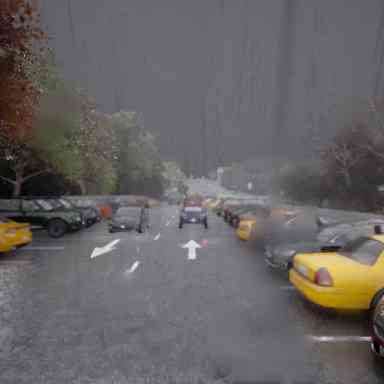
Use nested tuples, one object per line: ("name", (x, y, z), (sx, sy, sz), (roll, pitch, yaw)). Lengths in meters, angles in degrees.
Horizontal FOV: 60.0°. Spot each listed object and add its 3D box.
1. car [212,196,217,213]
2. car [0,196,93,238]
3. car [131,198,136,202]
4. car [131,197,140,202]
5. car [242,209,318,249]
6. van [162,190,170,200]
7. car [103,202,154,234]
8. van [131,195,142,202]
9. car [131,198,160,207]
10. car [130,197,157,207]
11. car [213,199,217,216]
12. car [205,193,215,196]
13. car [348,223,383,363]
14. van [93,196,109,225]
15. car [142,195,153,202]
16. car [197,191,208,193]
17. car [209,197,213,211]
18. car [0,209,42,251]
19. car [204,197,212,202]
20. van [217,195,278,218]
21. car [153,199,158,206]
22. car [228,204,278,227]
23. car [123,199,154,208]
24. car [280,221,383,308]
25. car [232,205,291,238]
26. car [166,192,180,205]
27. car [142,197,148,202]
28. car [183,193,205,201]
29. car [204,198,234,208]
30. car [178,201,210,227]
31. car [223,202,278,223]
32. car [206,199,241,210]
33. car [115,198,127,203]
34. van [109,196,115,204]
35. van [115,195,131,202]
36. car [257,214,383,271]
("car", (4.488, 1.455, 31.464), (4.553, 1.767, 2.185), (0, 0, 0))
("car", (-8.524, 1.284, 17.669), (5.566, 2.045, 2.435), (0, 0, 0))
("car", (-8.592, 1.625, 34.285), (4.792, 1.488, 2.163), (0, 0, 0))
("car", (-8.593, 1.645, 36.924), (4.792, 1.488, 2.163), (0, -1, 0))
("car", (4.526, 1.519, 12.033), (4.892, 1.521, 2.231), (0, 0, 0))
("van", (-8.736, 1.211, 88.952), (4.442, 1.987, 1.878), (1, 0, 0))
("car", (-3.612, 1.567, 19.773), (1.837, 1.490, 4.892), (0, 0, 0))
("van", (-8.683, 1.416, 39.698), (4.442, 1.987, 1.878), (0, -1, 0))
("car", (-8.576, 1.901, 61.854), (5.008, 1.535, 2.097), (0, -1, 0))
("car", (-8.610, 1.743, 59.084), (4.553, 1.767, 2.185), (0, -1, 0))
("car", (4.492, 1.599, 28.690), (4.792, 1.488, 2.163), (0, 0, 0))
("car", (4.476, 1.553, 53.667), (5.566, 2.045, 2.435), (0, -1, 0))
("car", (4.569, 1.366, 3.705), (4.553, 1.767, 2.185), (0, 0, 0))
("van", (-8.438, 1.326, 23.208), (4.442, 1.987, 1.878), (0, 0, 0))
("car", (-8.599, 1.455, 45.362), (5.566, 2.045, 2.435), (0, -1, 0))
("car", (4.187, 1.334, 94.602), (4.553, 1.767, 2.185), (0, 0, 0))
("car", (4.523, 1.596, 34.243), (4.892, 1.521, 2.231), (0, -1, 0))
("car", (-8.542, 1.518, 12.126), (5.008, 1.535, 2.097), (0, 0, 0))
("car", (4.330, 1.613, 37.010), (5.366, 1.575, 1.946), (0, -1, 0))
("van", (4.406, 1.335, 25.914), (4.442, 1.987, 1.878), (0, 0, 0))
("car", (-8.388, 1.769, 50.898), (5.366, 1.575, 1.946), (0, -1, 0))
("car", (4.557, 1.565, 17.585), (4.792, 1.488, 2.163), (0, 0, 0))
("car", (-8.573, 1.844, 53.667), (4.674, 1.452, 2.002), (0, -1, 0))
("car", (4.721, 1.498, 6.481), (5.366, 1.575, 1.946), (0, 0, 0))
("car", (4.716, 1.523, 14.809), (5.366, 1.575, 1.946), (0, 0, 0))
("car", (-3.529, 1.655, 67.945), (2.150, 2.045, 5.566), (0, 1, -1))
("car", (-8.540, 1.703, 42.589), (4.792, 1.488, 2.163), (0, -1, 0))
("car", (0.072, 1.393, 40.519), (2.150, 2.045, 5.566), (0, -1, 0))
("car", (4.497, 1.837, 56.440), (5.008, 1.535, 2.097), (0, -1, 0))
("car", (0.082, 1.598, 23.063), (1.812, 1.442, 4.674), (0, 0, 0))
("car", (4.556, 1.573, 20.361), (4.792, 1.488, 2.163), (0, 0, 0))
("car", (4.502, 1.740, 48.111), (4.892, 1.521, 2.231), (0, -1, 0))
("car", (-8.564, 1.569, 28.748), (5.008, 1.535, 2.097), (0, 0, 0))
("van", (-8.673, 1.335, 25.978), (4.442, 1.987, 1.878), (0, 0, 0))
("van", (-8.452, 1.355, 31.534), (4.442, 1.987, 1.878), (0, 0, 0))
("car", (4.540, 1.510, 9.257), (4.892, 1.521, 2.231), (0, 0, 0))
